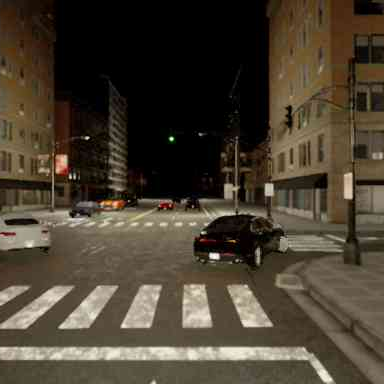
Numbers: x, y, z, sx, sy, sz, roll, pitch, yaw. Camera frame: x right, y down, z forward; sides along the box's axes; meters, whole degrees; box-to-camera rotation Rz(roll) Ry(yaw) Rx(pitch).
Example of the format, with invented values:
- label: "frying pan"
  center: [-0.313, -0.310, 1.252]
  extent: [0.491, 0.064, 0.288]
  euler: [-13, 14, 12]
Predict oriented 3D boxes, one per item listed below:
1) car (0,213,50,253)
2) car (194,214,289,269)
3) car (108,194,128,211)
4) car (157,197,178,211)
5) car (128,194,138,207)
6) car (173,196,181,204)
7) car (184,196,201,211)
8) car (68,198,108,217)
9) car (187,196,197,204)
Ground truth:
- label: "car"
  center: [-6.996, 1.534, 12.801]
  extent: [1.812, 1.442, 4.674]
  euler: [1, -1, -43]
- label: "car"
  center: [1.815, 1.517, 11.337]
  extent: [1.837, 1.490, 4.892]
  euler: [-3, -1, 29]
- label: "car"
  center: [-9.814, 1.383, 41.253]
  extent: [2.097, 1.767, 4.553]
  euler: [0, 0, 0]
- label: "car"
  center: [-3.145, 1.631, 41.269]
  extent: [1.895, 1.301, 4.718]
  euler: [0, 0, 0]
- label: "car"
  center: [-9.743, 1.257, 51.666]
  extent: [2.150, 2.045, 5.566]
  euler: [0, 0, 0]
- label: "car"
  center: [-3.184, 1.569, 66.287]
  extent: [1.812, 1.442, 4.674]
  euler: [0, 0, 0]
- label: "car"
  center: [0.105, 1.557, 41.750]
  extent: [1.812, 1.442, 4.674]
  euler: [0, 0, 0]
- label: "car"
  center: [-9.841, 1.572, 31.363]
  extent: [2.033, 1.411, 5.357]
  euler: [0, 0, 0]
- label: "car"
  center: [0.058, 1.550, 65.361]
  extent: [1.837, 1.490, 4.892]
  euler: [0, 0, 0]
